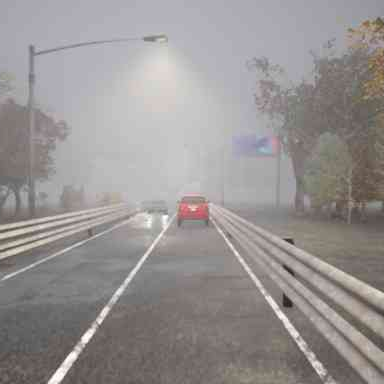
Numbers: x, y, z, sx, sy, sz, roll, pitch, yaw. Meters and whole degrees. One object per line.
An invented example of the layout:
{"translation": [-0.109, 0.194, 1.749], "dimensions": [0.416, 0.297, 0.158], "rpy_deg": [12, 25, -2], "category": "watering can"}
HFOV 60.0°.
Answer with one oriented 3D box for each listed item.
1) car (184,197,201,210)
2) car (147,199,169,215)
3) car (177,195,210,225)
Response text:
{"translation": [0.065, 1.473, 42.583], "dimensions": [2.128, 1.511, 4.902], "rpy_deg": [0, 0, 0], "category": "car"}
{"translation": [-3.366, 1.490, 33.686], "dimensions": [1.837, 1.490, 4.892], "rpy_deg": [0, 0, 0], "category": "car"}
{"translation": [0.102, 1.211, 24.023], "dimensions": [2.150, 2.045, 5.566], "rpy_deg": [0, 0, 0], "category": "car"}
